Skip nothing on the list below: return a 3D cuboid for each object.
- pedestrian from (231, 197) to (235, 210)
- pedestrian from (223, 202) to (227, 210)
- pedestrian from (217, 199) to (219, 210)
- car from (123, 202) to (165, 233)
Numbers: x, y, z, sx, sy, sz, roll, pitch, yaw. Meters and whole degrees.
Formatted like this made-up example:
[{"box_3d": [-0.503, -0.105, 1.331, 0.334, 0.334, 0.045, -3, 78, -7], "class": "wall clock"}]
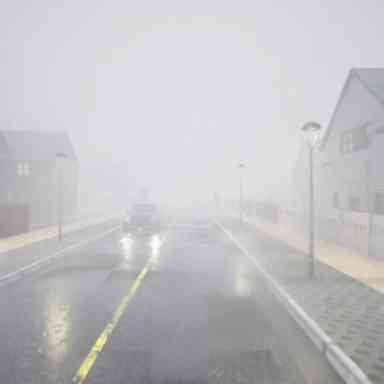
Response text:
[{"box_3d": [5.492, 1.482, 44.838, 0.375, 1.860, 0.375, -1, 0, 0], "class": "pedestrian"}, {"box_3d": [4.492, 1.836, 44.239, 0.500, 1.100, 0.500, -1, 0, 0], "class": "pedestrian"}, {"box_3d": [3.491, 1.478, 45.437, 0.375, 1.860, 0.375, -1, 0, 0], "class": "pedestrian"}, {"box_3d": [-2.858, 1.460, 20.497, 2.097, 1.767, 4.553, 0, 0, 0], "class": "car"}]
